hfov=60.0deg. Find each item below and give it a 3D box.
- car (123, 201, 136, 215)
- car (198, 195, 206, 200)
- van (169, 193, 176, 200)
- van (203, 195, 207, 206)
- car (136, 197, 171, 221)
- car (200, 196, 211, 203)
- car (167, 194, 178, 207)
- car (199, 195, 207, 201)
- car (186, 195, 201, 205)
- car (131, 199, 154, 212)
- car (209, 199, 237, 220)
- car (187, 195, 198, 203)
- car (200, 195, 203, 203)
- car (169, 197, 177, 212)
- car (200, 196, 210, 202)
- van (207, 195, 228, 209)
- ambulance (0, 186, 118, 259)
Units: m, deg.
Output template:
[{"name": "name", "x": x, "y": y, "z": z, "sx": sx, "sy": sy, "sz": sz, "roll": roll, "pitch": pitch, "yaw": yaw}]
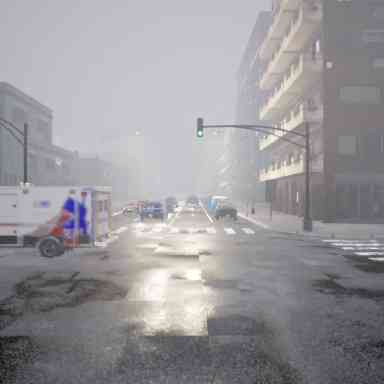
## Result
[{"name": "car", "x": -5.663, "y": 1.571, "z": 33.028, "sx": 1.802, "sy": 1.307, "sz": 4.206, "roll": 1, "pitch": 0, "yaw": 0}, {"name": "car", "x": 2.748, "y": 1.461, "z": 94.449, "sx": 2.008, "sy": 1.369, "sz": 4.403, "roll": 1, "pitch": 0, "yaw": 0}, {"name": "van", "x": -5.629, "y": 1.252, "z": 94.411, "sx": 1.690, "sy": 1.788, "sz": 3.998, "roll": 1, "pitch": 0, "yaw": 0}, {"name": "van", "x": 2.726, "y": 1.323, "z": 44.222, "sx": 1.690, "sy": 1.788, "sz": 3.998, "roll": 1, "pitch": 0, "yaw": 0}, {"name": "car", "x": -3.078, "y": 1.470, "z": 27.453, "sx": 1.882, "sy": 1.535, "sz": 5.008, "roll": 0, "pitch": 0, "yaw": 0}, {"name": "car", "x": 2.734, "y": 1.523, "z": 66.545, "sx": 1.947, "sy": 1.339, "sz": 4.313, "roll": 1, "pitch": 0, "yaw": 0}, {"name": "car", "x": -3.049, "y": 1.484, "z": 47.872, "sx": 1.837, "sy": 1.490, "sz": 4.892, "roll": 0, "pitch": 0, "yaw": 1}, {"name": "car", "x": 2.743, "y": 1.475, "z": 83.288, "sx": 1.887, "sy": 1.381, "sz": 4.507, "roll": 1, "pitch": 0, "yaw": 0}, {"name": "car", "x": 0.028, "y": 1.321, "z": 57.352, "sx": 2.097, "sy": 1.767, "sz": 4.553, "roll": 0, "pitch": 0, "yaw": 0}, {"name": "car", "x": -5.660, "y": 1.530, "z": 38.609, "sx": 1.887, "sy": 1.381, "sz": 4.507, "roll": 1, "pitch": 0, "yaw": 0}, {"name": "car", "x": 2.715, "y": 1.543, "z": 27.480, "sx": 2.008, "sy": 1.369, "sz": 4.403, "roll": 1, "pitch": 0, "yaw": 0}, {"name": "car", "x": 0.031, "y": 1.447, "z": 67.389, "sx": 2.128, "sy": 1.511, "sz": 4.902, "roll": 0, "pitch": 0, "yaw": 0}, {"name": "car", "x": 2.729, "y": 1.496, "z": 55.553, "sx": 1.752, "sy": 1.417, "sz": 4.829, "roll": 1, "pitch": 0, "yaw": 0}, {"name": "car", "x": -3.068, "y": 1.550, "z": 37.425, "sx": 1.994, "sy": 1.385, "sz": 4.181, "roll": 0, "pitch": 0, "yaw": 0}, {"name": "car", "x": 2.737, "y": 1.515, "z": 72.126, "sx": 1.947, "sy": 1.339, "sz": 4.313, "roll": 1, "pitch": 0, "yaw": 0}, {"name": "van", "x": 2.721, "y": 1.330, "z": 33.059, "sx": 1.690, "sy": 1.788, "sz": 3.998, "roll": 1, "pitch": 0, "yaw": 0}, {"name": "ambulance", "x": -6.146, "y": 1.031, "z": 12.265, "sx": 6.366, "sy": 2.431, "sz": 2.351, "roll": 0, "pitch": 0, "yaw": 1}]
